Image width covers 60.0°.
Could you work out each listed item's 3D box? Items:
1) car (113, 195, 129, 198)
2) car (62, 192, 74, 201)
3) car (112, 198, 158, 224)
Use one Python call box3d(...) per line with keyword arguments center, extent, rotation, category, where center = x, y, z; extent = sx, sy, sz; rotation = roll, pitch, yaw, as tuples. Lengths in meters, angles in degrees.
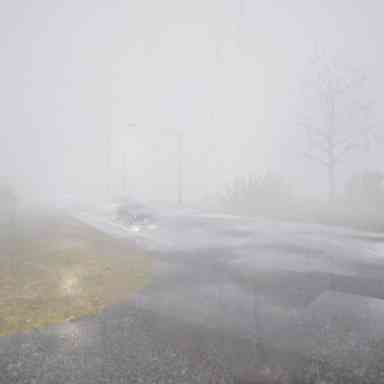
box3d(center=(-11.471, 1.178, 53.575), extent=(1.882, 1.535, 5.008), rotation=(0, 0, -27), category="car")
box3d(center=(-25.944, 1.122, 69.428), extent=(1.812, 1.442, 4.674), rotation=(0, 0, -20), category="car")
box3d(center=(-4.193, 1.431, 24.095), extent=(2.033, 1.411, 5.357), rotation=(0, 0, -27), category="car")
